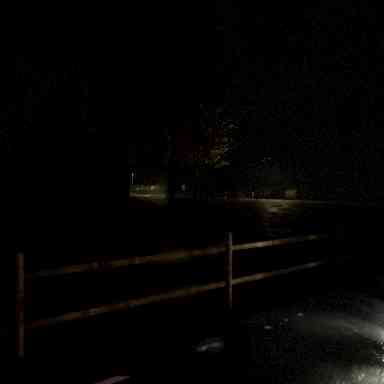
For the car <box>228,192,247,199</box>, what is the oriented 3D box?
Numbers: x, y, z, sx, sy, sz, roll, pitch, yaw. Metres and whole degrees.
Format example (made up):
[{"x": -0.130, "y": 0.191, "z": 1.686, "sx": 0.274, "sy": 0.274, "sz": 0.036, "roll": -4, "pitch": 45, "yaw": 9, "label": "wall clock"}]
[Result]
[{"x": 9.471, "y": 0.645, "z": 68.790, "sx": 1.994, "sy": 1.385, "sz": 4.181, "roll": 1, "pitch": 0, "yaw": -36, "label": "car"}]
